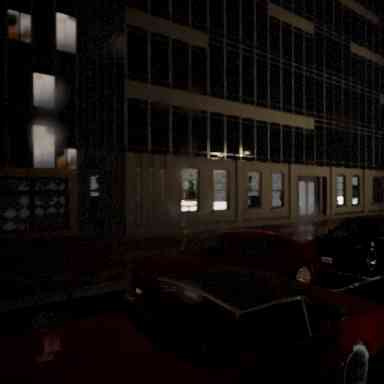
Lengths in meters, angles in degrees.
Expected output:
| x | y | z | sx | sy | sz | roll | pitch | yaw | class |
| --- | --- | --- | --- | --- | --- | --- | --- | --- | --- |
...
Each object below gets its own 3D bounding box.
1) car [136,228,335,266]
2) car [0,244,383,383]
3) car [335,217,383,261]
| x | y | z | sx | sy | sz | roll | pitch | yaw | class |
| --- | --- | --- | --- | --- | --- | --- | --- | --- | --- |
| 0.892 | 1.514 | 7.195 | 4.507 | 1.381 | 1.887 | 0 | 0 | -36 | car |
| 0.106 | 1.588 | 3.455 | 4.718 | 1.301 | 1.895 | 0 | 0 | -36 | car |
| 5.525 | 1.497 | 10.502 | 4.313 | 1.339 | 1.947 | 0 | 0 | -36 | car |
